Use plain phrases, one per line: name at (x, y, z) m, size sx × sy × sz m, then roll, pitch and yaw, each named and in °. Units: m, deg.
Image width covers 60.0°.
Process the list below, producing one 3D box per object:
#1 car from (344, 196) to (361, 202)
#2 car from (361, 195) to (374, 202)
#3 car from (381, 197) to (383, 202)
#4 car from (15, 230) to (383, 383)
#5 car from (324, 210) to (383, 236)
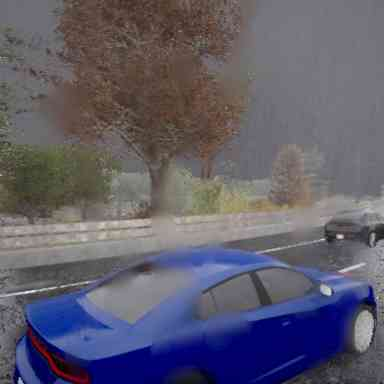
car at (40.174, 1.751, 84.356) m, size 1.837 × 1.490 × 4.892 m, roll 0°, pitch 0°, yaw 2°
car at (43.663, 1.601, 84.059) m, size 2.097 × 1.767 × 4.553 m, roll 0°, pitch 0°, yaw 2°
car at (48.259, 1.710, 82.256) m, size 1.882 × 1.535 × 5.008 m, roll 0°, pitch 0°, yaw 17°
car at (0.526, 1.503, 4.356) m, size 5.008 × 1.535 × 1.882 m, roll 0°, pitch 0°, yaw -37°
car at (7.836, 1.585, 15.331) m, size 4.892 × 1.490 × 1.837 m, roll 0°, pitch 0°, yaw -44°
